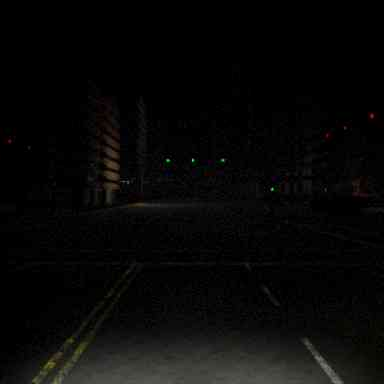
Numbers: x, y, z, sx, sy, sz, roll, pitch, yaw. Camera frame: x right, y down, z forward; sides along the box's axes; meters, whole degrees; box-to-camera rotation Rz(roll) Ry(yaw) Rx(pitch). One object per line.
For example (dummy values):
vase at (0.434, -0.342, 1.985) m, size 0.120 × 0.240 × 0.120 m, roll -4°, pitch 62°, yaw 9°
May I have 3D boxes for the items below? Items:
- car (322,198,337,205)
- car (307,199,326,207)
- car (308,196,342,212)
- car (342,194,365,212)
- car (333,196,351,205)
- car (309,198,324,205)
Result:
car at (30.795, 2.044, 74.436) m, size 1.784 × 1.438 × 3.905 m, roll 0°, pitch -1°, yaw 0°
car at (22.180, 1.938, 59.308) m, size 1.970 × 1.475 × 3.806 m, roll 0°, pitch -1°, yaw 0°
car at (16.635, 1.537, 41.880) m, size 1.932 × 1.855 × 4.605 m, roll 0°, pitch -1°, yaw 0°
car at (19.529, 1.539, 41.835) m, size 1.905 × 1.878 × 3.866 m, roll 0°, pitch -1°, yaw 0°
car at (33.478, 1.834, 74.497) m, size 1.932 × 1.855 × 4.605 m, roll 0°, pitch -1°, yaw 0°
car at (27.900, 2.075, 74.427) m, size 1.970 × 1.475 × 3.806 m, roll 0°, pitch -1°, yaw 0°
